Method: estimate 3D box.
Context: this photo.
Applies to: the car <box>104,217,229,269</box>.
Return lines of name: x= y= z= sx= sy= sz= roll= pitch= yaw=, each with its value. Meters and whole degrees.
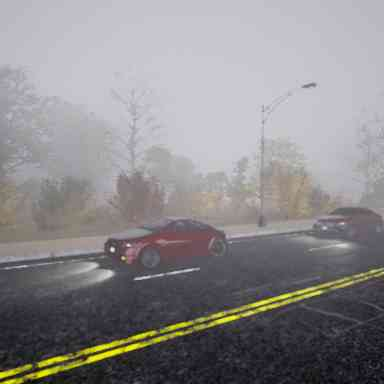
car: x=-0.767 y=1.548 z=11.143 sx=4.181 sy=1.385 sz=1.994 roll=0 pitch=0 yaw=-36

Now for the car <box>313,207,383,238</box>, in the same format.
car: x=8.417 y=1.515 z=17.753 sx=4.674 sy=1.442 sz=1.812 roll=0 pitch=0 yaw=-36
